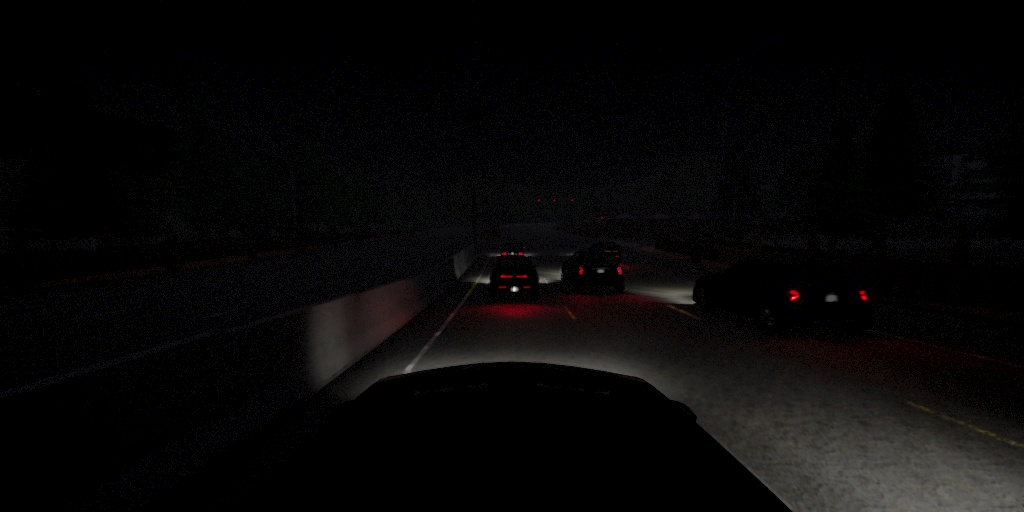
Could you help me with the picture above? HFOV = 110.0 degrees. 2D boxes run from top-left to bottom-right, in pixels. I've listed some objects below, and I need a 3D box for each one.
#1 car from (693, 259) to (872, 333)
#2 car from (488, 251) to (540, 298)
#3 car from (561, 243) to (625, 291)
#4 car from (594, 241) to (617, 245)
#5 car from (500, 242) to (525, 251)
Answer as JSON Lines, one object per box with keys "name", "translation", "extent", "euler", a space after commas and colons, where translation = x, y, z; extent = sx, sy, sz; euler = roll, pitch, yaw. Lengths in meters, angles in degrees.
{"name": "car", "translation": [7.097, 0.862, 10.102], "extent": [2.097, 1.767, 4.553], "euler": [0, 3, 0]}
{"name": "car", "translation": [0.083, 0.758, 14.776], "extent": [1.837, 1.490, 4.892], "euler": [0, 3, 0]}
{"name": "car", "translation": [3.575, 0.481, 16.585], "extent": [2.097, 1.767, 4.553], "euler": [0, 4, 0]}
{"name": "car", "translation": [7.025, -0.394, 27.639], "extent": [1.837, 1.490, 4.892], "euler": [0, 6, 0]}
{"name": "car", "translation": [0.025, -0.344, 27.553], "extent": [2.033, 1.411, 5.357], "euler": [0, 6, 0]}
